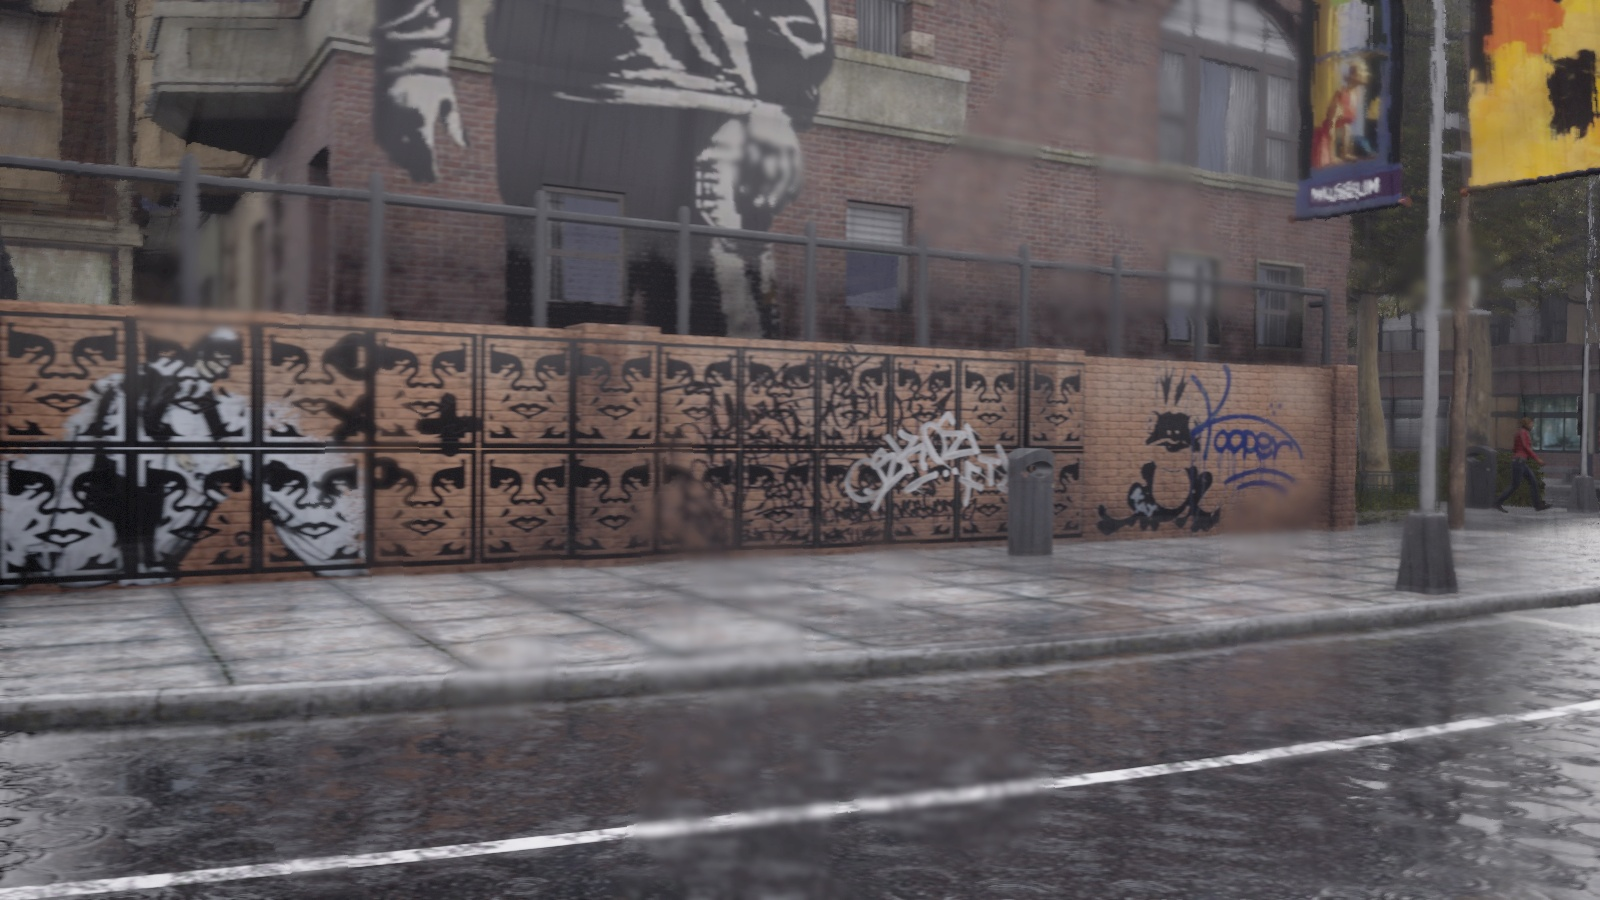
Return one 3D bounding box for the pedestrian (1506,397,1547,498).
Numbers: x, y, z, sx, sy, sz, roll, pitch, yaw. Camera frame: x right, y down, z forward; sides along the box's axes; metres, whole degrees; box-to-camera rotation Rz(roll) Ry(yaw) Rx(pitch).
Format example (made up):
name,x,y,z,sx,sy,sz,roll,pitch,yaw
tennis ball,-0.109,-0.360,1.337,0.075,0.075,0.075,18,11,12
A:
name,x,y,z,sx,sy,sz,roll,pitch,yaw
pedestrian,13.437,-0.051,23.230,0.636,1.846,0.331,0,1,32
